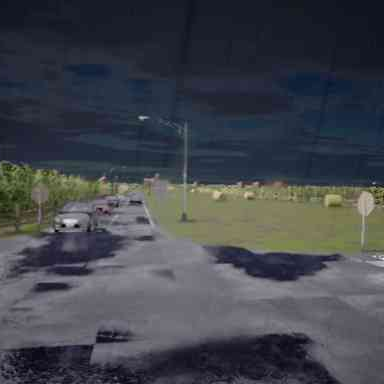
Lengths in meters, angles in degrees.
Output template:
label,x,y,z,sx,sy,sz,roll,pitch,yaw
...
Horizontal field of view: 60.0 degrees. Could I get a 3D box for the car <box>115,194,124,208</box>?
label,x,y,z,sx,sy,sz,roll,pitch,yaw
car,-10.178,1.225,42.352,2.033,1.411,5.357,1,0,-9

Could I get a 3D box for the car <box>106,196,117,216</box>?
label,x,y,z,sx,sy,sz,roll,pitch,yaw
car,-8.103,1.325,29.668,1.994,1.385,4.181,1,0,-9

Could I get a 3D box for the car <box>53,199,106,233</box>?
label,x,y,z,sx,sy,sz,roll,pitch,yaw
car,-6.278,1.320,18.490,2.128,1.511,4.902,1,0,-9

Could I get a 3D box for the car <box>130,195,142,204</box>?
label,x,y,z,sx,sy,sz,roll,pitch,yaw
car,-9.381,1.211,55.689,1.994,1.385,4.181,1,0,-9
